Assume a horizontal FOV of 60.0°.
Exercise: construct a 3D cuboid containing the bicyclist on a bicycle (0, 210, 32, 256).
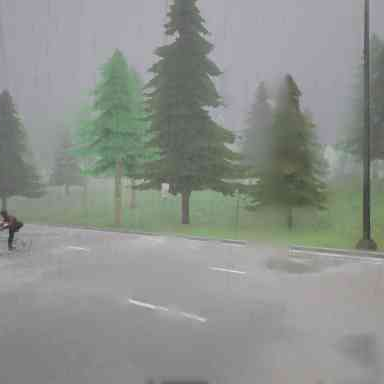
[{"bbox_3d":[-6.474,1.455,11.803,0.582,1.620,1.656,0,2,34],"label":"bicyclist on a bicycle"}]
